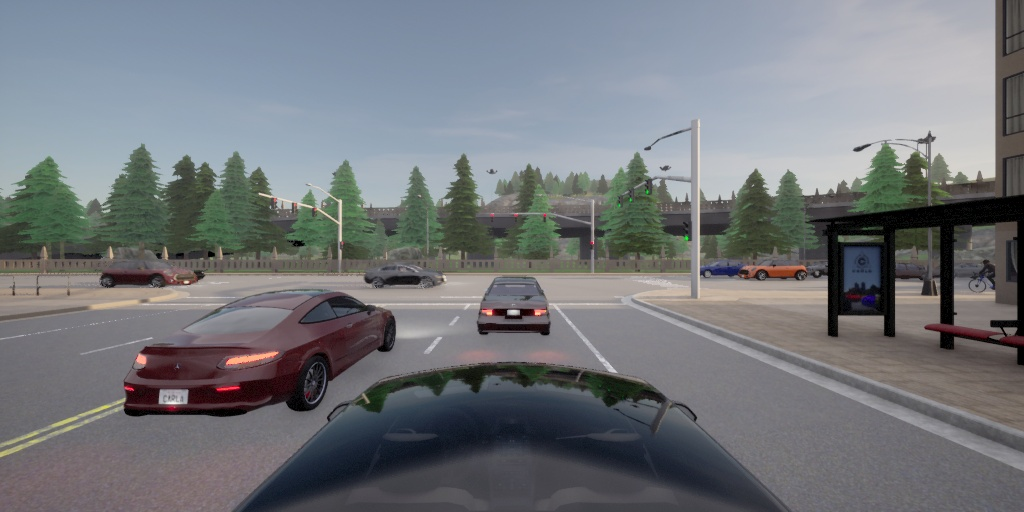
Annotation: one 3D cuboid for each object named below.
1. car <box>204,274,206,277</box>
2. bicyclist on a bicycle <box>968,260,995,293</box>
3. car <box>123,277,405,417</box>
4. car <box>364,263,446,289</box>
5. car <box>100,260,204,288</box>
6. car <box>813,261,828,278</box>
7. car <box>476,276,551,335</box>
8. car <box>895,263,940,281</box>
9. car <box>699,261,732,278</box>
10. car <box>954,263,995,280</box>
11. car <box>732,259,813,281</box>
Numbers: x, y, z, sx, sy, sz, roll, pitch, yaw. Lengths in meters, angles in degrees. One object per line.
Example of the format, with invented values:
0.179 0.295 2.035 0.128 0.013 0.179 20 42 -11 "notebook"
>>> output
-25.100 1.295 25.892 4.718 1.301 1.895 0 0 1 "car"
22.755 0.995 17.060 0.582 1.620 1.656 0 0 1 "bicyclist on a bicycle"
-3.447 1.276 5.969 1.812 1.442 4.674 0 0 0 "car"
-6.589 1.223 22.180 4.902 1.511 2.128 0 0 1 "car"
-22.525 1.046 22.359 4.553 1.767 2.097 0 0 1 "car"
28.286 1.186 32.146 4.902 1.511 2.128 0 0 4 "car"
0.087 1.297 10.464 2.033 1.411 5.357 0 0 1 "car"
30.554 1.242 28.534 5.357 1.411 2.033 0 0 6 "car"
18.905 1.172 32.527 5.008 1.535 1.882 0 0 1 "car"
38.074 1.258 30.464 4.181 1.385 1.994 0 0 17 "car"
20.951 1.046 28.973 4.553 1.767 2.097 0 0 2 "car"
